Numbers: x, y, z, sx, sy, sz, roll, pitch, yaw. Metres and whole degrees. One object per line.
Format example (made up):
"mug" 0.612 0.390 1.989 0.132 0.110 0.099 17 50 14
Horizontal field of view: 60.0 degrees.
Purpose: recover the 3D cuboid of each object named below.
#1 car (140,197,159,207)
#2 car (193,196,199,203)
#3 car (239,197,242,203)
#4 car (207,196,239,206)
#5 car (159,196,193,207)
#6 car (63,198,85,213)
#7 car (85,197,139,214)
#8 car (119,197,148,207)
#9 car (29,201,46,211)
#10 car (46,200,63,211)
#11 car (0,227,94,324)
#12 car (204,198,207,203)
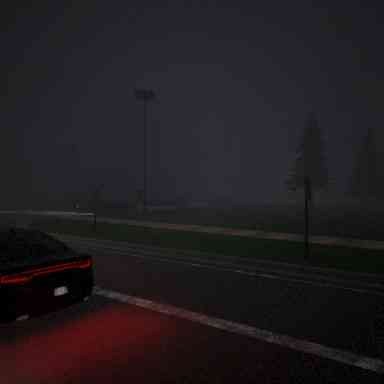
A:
"car" -5.984 1.547 52.168 2.033 1.411 5.357 0 0 35
"car" -0.364 1.564 66.177 1.994 1.385 4.181 0 0 36
"car" 8.332 1.526 66.329 1.812 1.442 4.674 0 0 35
"car" 5.252 1.547 55.991 2.033 1.411 5.357 0 0 35
"car" -2.411 1.477 51.164 1.882 1.535 5.008 0 0 35
"car" -11.748 1.526 37.850 1.812 1.442 4.674 0 0 35
"car" -8.543 1.547 36.326 2.033 1.411 5.357 0 0 35
"car" -9.289 1.526 53.544 1.812 1.442 4.674 0 0 35
"car" -17.681 1.601 41.582 1.895 1.301 4.718 0 0 35
"car" -14.465 1.505 40.072 1.837 1.490 4.892 0 0 35
"car" -4.162 1.478 6.935 5.008 1.535 1.882 0 0 36
"car" 4.180 1.492 66.543 2.128 1.511 4.902 0 0 36
